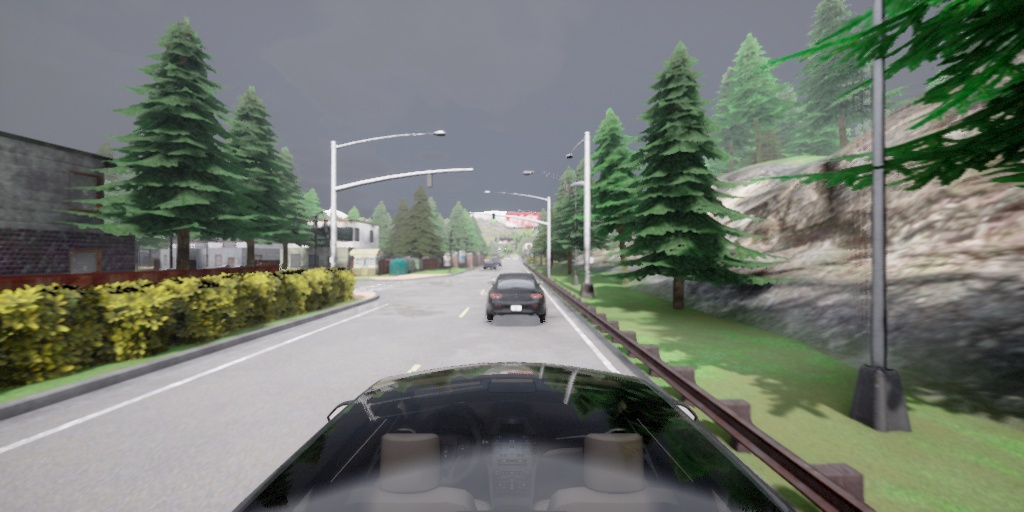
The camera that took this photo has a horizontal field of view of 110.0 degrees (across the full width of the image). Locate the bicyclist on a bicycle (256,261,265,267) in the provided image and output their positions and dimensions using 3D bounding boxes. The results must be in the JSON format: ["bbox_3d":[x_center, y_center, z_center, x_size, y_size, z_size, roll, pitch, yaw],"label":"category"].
[{"bbox_3d":[-22.967,1.236,32.649,0.582,1.620,1.656,0,0,7],"label":"bicyclist on a bicycle"}]

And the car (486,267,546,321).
[{"bbox_3d":[0.142,1.288,12.323,1.812,1.442,4.674,0,0,1],"label":"car"}]

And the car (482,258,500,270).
[{"bbox_3d":[-3.285,1.355,53.351,2.033,1.411,5.357,0,0,1],"label":"car"}]
